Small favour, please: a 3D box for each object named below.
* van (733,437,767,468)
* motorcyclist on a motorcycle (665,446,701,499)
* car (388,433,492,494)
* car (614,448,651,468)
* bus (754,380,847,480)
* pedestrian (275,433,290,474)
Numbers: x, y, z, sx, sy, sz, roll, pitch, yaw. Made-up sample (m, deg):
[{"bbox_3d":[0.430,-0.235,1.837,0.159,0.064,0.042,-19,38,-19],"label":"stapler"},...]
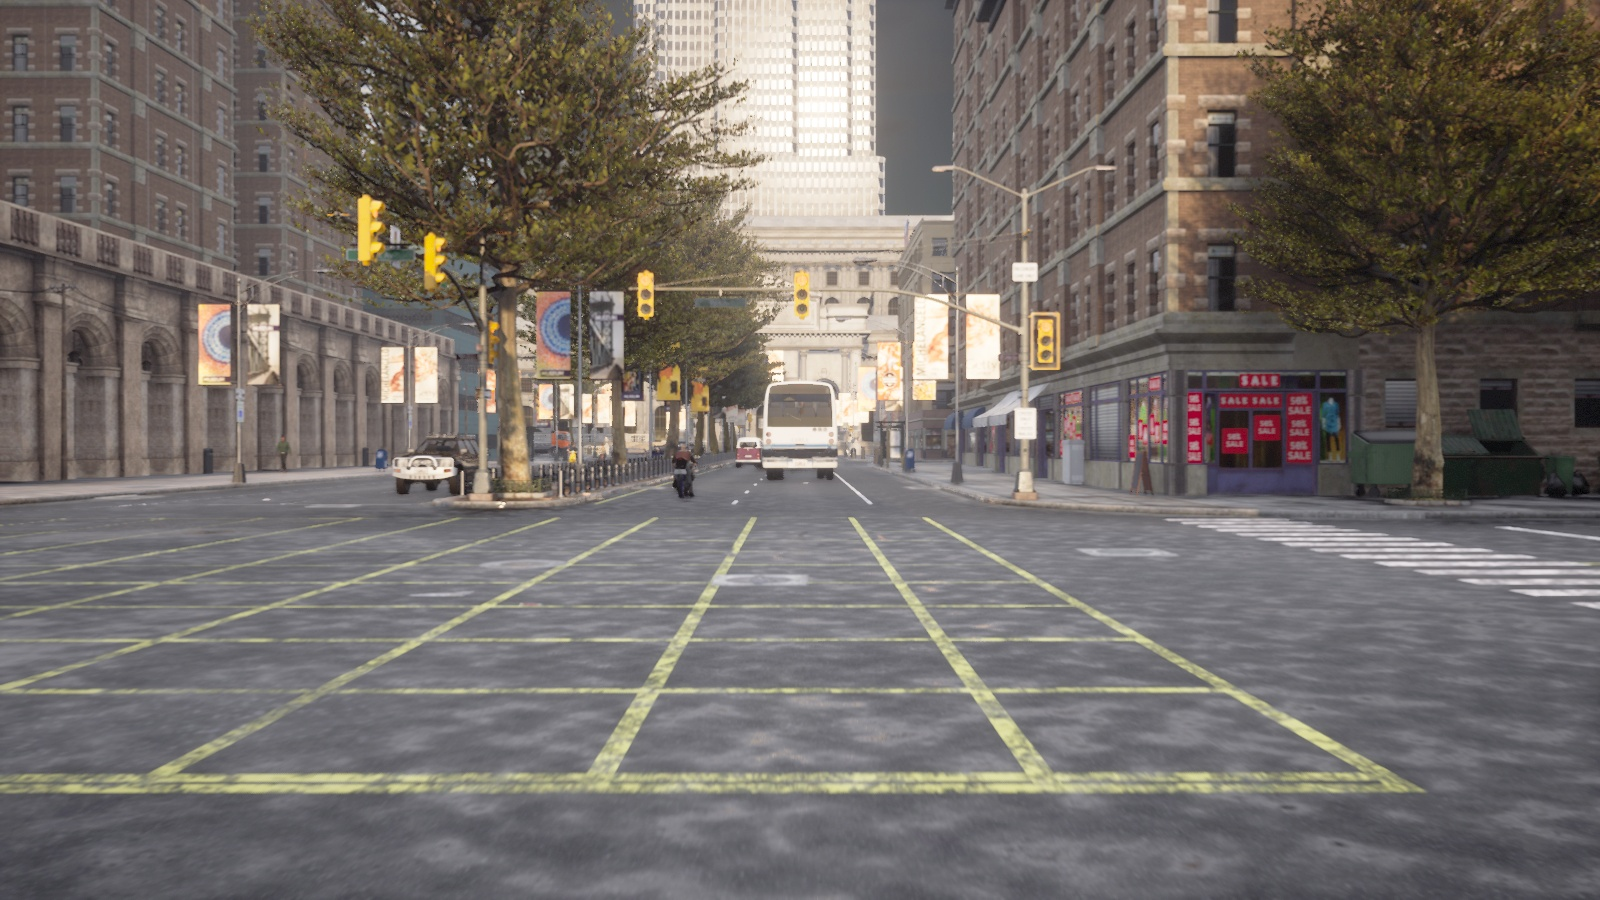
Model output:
[{"bbox_3d":[-3.428,0.142,86.450,2.069,2.038,4.480,0,0,1],"label":"van"},{"bbox_3d":[-3.443,0.639,37.034,0.866,1.530,2.191,0,0,0],"label":"motorcyclist on a motorcycle"},{"bbox_3d":[-11.378,0.404,40.048,1.932,1.855,4.605,0,0,1],"label":"car"},{"bbox_3d":[-11.393,0.513,85.842,1.895,1.301,4.718,0,0,0],"label":"car"},{"bbox_3d":[0.013,-0.853,58.577,3.944,4.253,10.273,0,0,0],"label":"bus"},{"bbox_3d":[-24.985,0.155,60.652,0.423,1.949,0.788,0,0,0],"label":"pedestrian"}]
